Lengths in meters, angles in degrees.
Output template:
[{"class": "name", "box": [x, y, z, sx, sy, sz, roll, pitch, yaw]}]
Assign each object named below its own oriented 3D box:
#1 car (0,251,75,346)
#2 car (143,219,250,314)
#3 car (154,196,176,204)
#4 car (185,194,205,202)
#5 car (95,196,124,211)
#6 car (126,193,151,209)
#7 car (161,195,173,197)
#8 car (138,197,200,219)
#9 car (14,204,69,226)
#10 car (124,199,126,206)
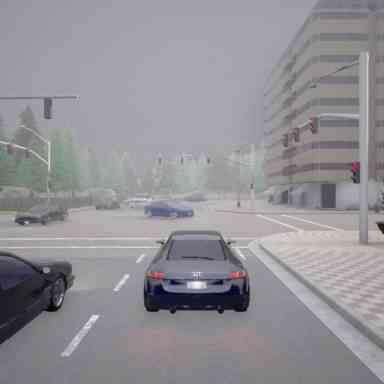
[{"class": "car", "box": [-3.427, 1.547, 4.668, 2.033, 1.411, 5.357, 0, 0, 0]}, {"class": "car", "box": [0.091, 1.564, 7.703, 1.994, 1.385, 4.181, 0, 0, 0]}, {"class": "car", "box": [-5.398, 1.547, 67.910, 2.033, 1.411, 5.357, 0, 0, 26]}, {"class": "car", "box": [0.885, 1.595, 71.529, 1.895, 1.301, 4.718, 0, 0, 34]}, {"class": "car", "box": [-10.473, 1.352, 41.476, 2.097, 1.767, 4.553, 0, 0, 2]}, {"class": "car", "box": [-6.871, 1.222, 45.372, 2.150, 2.045, 5.566, 0, 0, 3]}, {"class": "car", "box": [-4.754, 1.351, 59.951, 2.097, 1.767, 4.553, 0, 0, 19]}, {"class": "car", "box": [-2.039, 1.498, 28.442, 5.008, 1.535, 1.882, 0, 1, 43]}, {"class": "car", "box": [-10.578, 1.568, 23.924, 2.033, 1.411, 5.357, 0, 0, 0]}, {"class": "car", "box": [-9.654, 1.525, 53.927, 1.812, 1.442, 4.674, 0, 0, 8]}]
